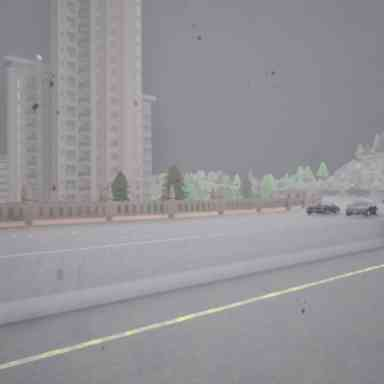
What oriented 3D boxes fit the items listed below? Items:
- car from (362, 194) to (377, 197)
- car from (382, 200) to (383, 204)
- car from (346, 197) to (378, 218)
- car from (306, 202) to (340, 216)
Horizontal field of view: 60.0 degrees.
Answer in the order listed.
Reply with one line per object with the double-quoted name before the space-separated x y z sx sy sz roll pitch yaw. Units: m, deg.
"car" 35.425 1.341 66.594 2.150 2.045 5.566 0 0 15
"car" 38.457 1.784 64.465 1.895 1.301 4.718 0 0 18
"car" 15.919 1.547 31.104 1.837 1.490 4.892 0 0 41
"car" 13.055 1.645 33.076 1.895 1.301 4.718 0 0 42
